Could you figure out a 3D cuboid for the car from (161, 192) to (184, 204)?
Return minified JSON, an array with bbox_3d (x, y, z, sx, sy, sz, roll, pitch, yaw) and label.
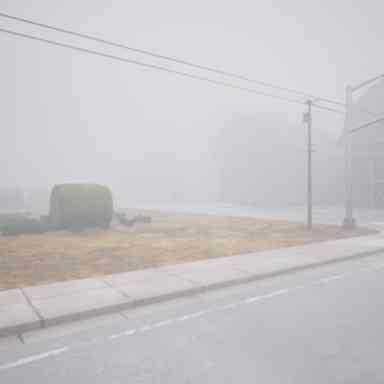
[{"bbox_3d":[-3.317,1.068,58.113,3.866,1.878,1.905,-2,5,11],"label":"car"}]
